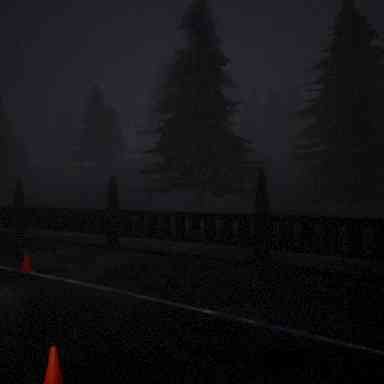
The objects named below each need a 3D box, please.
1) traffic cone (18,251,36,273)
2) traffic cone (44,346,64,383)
[{"bbox_3d":[-4.709,1.973,9.482,0.340,0.580,0.340,0,0,35],"label":"traffic cone"},{"bbox_3d":[-1.495,1.961,3.593,0.340,0.580,0.340,0,0,35],"label":"traffic cone"}]
